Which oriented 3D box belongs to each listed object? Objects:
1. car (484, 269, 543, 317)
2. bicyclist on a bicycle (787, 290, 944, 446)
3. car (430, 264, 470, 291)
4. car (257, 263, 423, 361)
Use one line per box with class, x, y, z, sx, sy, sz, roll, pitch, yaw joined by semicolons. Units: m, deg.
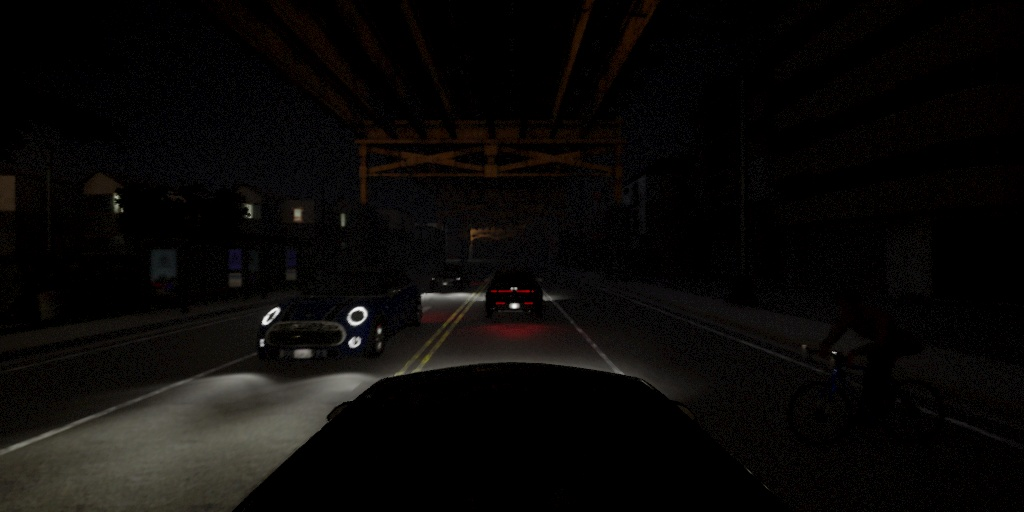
car;0.063;1.210;12.973;1.837;1.490;4.892;0;0;0
bicyclist on a bicycle;3.686;1.177;3.747;1.656;1.620;0.582;-2;0;0
car;-3.572;1.210;21.410;1.812;1.442;4.674;0;0;0
car;-3.610;1.086;8.420;2.097;1.767;4.553;0;0;0
